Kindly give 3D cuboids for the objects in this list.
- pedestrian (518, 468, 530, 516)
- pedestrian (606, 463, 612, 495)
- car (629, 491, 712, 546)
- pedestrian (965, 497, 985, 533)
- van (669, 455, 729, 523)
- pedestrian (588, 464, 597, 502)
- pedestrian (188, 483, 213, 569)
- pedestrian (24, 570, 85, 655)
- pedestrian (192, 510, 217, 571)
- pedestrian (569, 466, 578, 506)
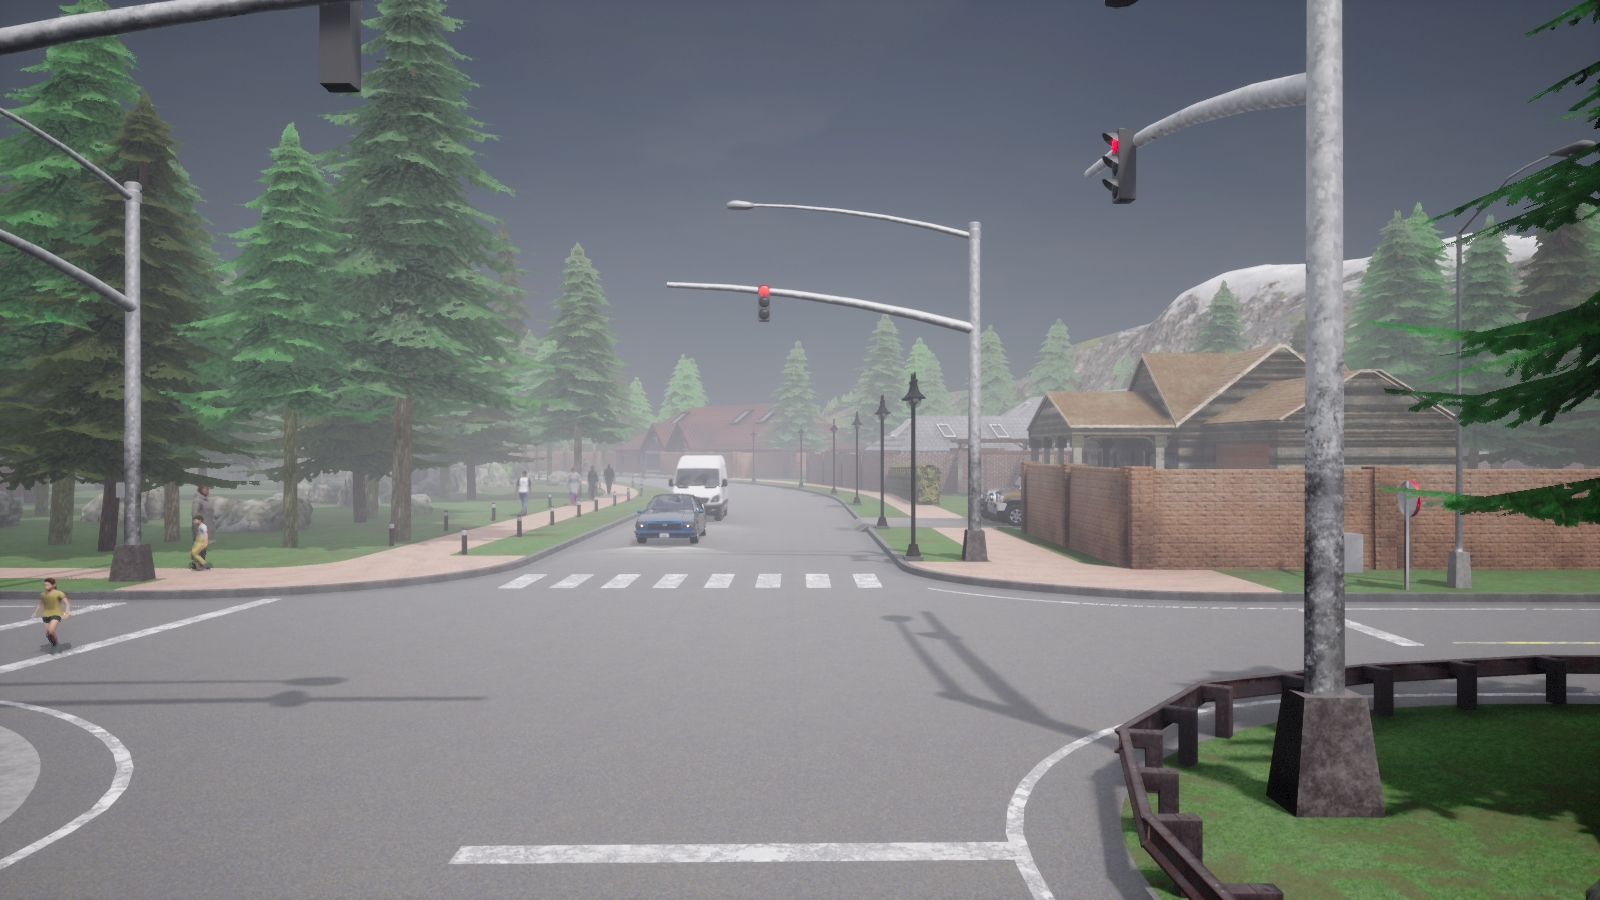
[{"bbox_3d":[-10.912,1.664,45.173,0.375,1.860,0.375,0,0,-2],"label":"pedestrian"},{"bbox_3d":[-10.985,1.662,65.762,0.375,1.860,0.375,0,0,-9],"label":"pedestrian"},{"bbox_3d":[-3.930,2.072,35.589,2.033,1.411,5.357,0,0,0],"label":"car"},{"bbox_3d":[5.529,2.046,36.113,0.500,1.100,0.500,0,0,-8],"label":"pedestrian"},{"bbox_3d":[-4.023,1.500,46.349,1.988,2.561,5.915,0,0,-1],"label":"van"},{"bbox_3d":[-10.458,1.661,57.490,0.375,1.860,0.375,0,0,-1],"label":"pedestrian"},{"bbox_3d":[-13.265,1.676,25.289,0.375,1.860,0.375,0,0,-7],"label":"pedestrian"},{"bbox_3d":[-10.171,2.209,15.594,0.500,1.100,0.500,0,0,1],"label":"pedestrian"},{"bbox_3d":[-12.923,1.956,24.791,0.375,1.300,0.375,0,0,-45],"label":"pedestrian"},{"bbox_3d":[-10.454,1.664,52.838,0.375,1.860,0.375,0,0,-6],"label":"pedestrian"}]
